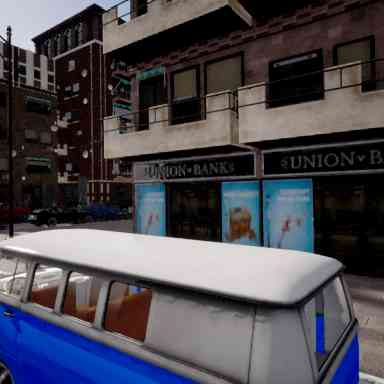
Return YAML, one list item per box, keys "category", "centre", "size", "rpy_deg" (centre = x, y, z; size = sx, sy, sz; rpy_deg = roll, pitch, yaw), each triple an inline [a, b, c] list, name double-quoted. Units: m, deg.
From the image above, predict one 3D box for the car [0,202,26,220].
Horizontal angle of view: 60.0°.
- category: "car"
  centre: [-15.479, 1.609, 27.310]
  size: [1.967, 1.590, 4.097]
  rpy_deg: [-2, -1, 36]

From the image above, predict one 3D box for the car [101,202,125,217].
- category: "car"
  centre: [-9.259, 1.709, 31.439]
  size: [2.033, 1.411, 5.357]
  rpy_deg: [-1, -1, 36]

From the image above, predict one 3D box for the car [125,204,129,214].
- category: "car"
  centre: [-8.837, 1.798, 36.421]
  size: [1.947, 1.339, 4.313]
  rpy_deg: [-2, -1, 36]

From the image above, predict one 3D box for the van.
- category: "van"
  centre: [-0.534, 1.342, 3.231]
  size: [3.998, 1.788, 1.690]
  rpy_deg: [0, -1, 35]

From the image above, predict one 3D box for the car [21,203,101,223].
- category: "car"
  centre: [-8.708, 1.583, 22.369]
  size: [1.947, 1.339, 4.313]
  rpy_deg: [-2, -1, 36]
